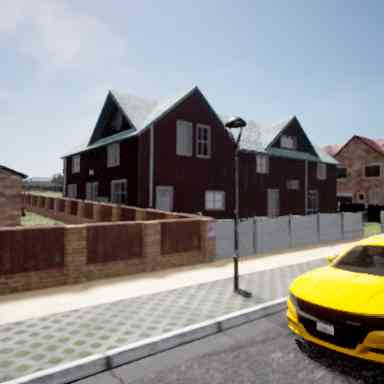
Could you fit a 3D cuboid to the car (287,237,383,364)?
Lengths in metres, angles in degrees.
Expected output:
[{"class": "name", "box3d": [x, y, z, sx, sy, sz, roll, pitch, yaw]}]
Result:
[{"class": "car", "box3d": [3.742, 1.585, 5.994, 5.008, 1.535, 1.882, 1, -1, -38]}]
